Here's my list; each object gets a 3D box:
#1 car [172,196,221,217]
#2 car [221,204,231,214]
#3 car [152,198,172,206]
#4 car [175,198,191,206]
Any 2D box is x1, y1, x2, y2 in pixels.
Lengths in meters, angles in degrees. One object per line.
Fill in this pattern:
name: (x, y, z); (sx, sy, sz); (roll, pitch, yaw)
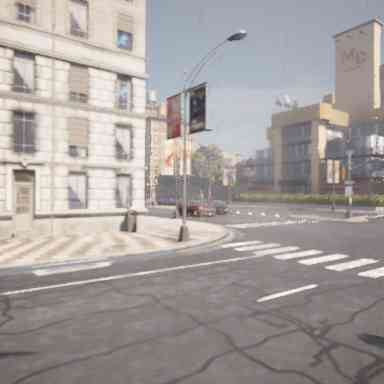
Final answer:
car: (0.401, 1.498, 33.145); (2.097, 1.767, 4.553); (1, 0, -36)
car: (2.193, 1.676, 36.649); (1.837, 1.490, 4.892); (1, 0, -35)
car: (-4.816, 1.778, 59.649); (5.357, 1.411, 2.033); (0, 0, 39)
car: (-1.698, 1.862, 62.413); (1.895, 1.301, 4.718); (0, 0, -15)
